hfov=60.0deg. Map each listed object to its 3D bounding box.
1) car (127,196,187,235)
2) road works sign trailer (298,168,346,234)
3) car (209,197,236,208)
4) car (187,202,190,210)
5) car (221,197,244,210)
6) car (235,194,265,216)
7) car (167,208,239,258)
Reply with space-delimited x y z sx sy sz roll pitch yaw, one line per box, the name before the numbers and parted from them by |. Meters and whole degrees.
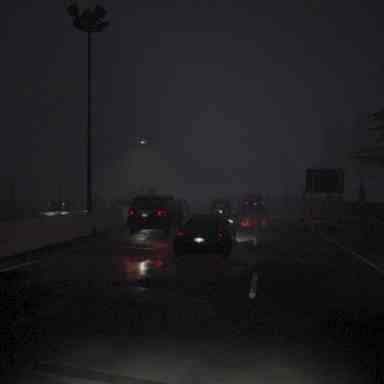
car | -1.942 1.213 18.909 2.150 2.045 5.566 0 0 8
road works sign trailer | 7.518 0.456 18.403 2.380 3.560 2.880 0 0 -12
car | 2.568 1.300 30.625 1.837 1.490 4.892 12 3 1
car | -1.265 1.484 37.141 1.837 1.490 4.892 0 0 -3
car | 5.224 1.456 43.626 1.882 1.535 5.008 0 0 -5
car | 5.784 1.205 32.934 2.150 2.045 5.566 0 0 1
car | 0.617 1.557 12.940 1.994 1.385 4.181 0 0 11
